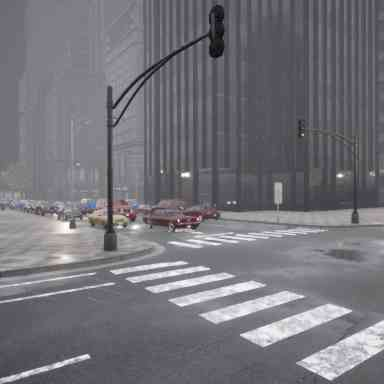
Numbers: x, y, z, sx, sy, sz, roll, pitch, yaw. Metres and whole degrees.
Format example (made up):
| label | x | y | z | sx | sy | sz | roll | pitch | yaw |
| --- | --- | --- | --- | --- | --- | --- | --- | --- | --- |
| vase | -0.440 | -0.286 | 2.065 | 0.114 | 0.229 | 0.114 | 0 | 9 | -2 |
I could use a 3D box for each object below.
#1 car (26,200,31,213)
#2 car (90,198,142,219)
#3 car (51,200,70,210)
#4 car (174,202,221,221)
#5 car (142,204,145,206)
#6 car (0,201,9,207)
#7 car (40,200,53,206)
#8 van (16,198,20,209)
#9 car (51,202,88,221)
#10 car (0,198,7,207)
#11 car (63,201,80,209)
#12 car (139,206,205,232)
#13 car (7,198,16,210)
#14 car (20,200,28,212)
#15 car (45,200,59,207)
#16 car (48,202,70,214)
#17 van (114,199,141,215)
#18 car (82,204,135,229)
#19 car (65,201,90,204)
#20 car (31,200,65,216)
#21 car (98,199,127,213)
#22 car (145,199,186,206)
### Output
| label | x | y | z | sx | sy | sz | roll | pitch | yaw |
| --- | --- | --- | --- | --- | --- | --- | --- | --- | --- |
| car | -20.454 | 2.195 | 44.480 | 1.887 | 1.381 | 4.507 | -1 | 0 | -35 |
| car | -7.011 | 1.598 | 30.161 | 2.150 | 2.045 | 5.566 | 0 | -1 | -35 |
| car | -22.977 | 2.270 | 58.005 | 1.882 | 1.535 | 5.008 | 0 | -1 | -35 |
| car | 0.646 | 1.828 | 29.486 | 1.887 | 1.381 | 4.507 | -1 | 0 | -35 |
| car | -5.232 | 2.003 | 37.789 | 1.802 | 1.307 | 4.206 | -1 | 0 | -35 |
| car | -44.319 | 2.770 | 78.102 | 1.802 | 1.307 | 4.206 | -1 | 0 | -35 |
| car | -34.661 | 2.659 | 79.223 | 1.947 | 1.339 | 4.313 | -1 | 0 | -35 |
| van | -26.114 | 2.122 | 52.448 | 1.690 | 1.788 | 3.998 | -1 | 0 | -35 |
| car | -11.969 | 2.003 | 32.527 | 2.008 | 1.369 | 4.403 | -1 | 0 | -35 |
| car | -41.208 | 2.665 | 73.717 | 1.887 | 1.381 | 4.507 | -1 | 0 | -35 |
| car | -22.615 | 2.405 | 62.253 | 1.802 | 1.307 | 4.206 | -1 | 0 | -35 |
| car | -1.458 | 1.846 | 22.337 | 1.895 | 1.301 | 4.718 | 0 | -1 | -35 |
| car | -31.872 | 2.353 | 60.561 | 1.967 | 1.590 | 4.097 | -1 | 0 | -35 |
| car | -23.284 | 2.156 | 48.463 | 1.967 | 1.590 | 4.097 | -1 | 0 | -35 |
| car | -31.649 | 2.593 | 74.980 | 1.947 | 1.339 | 4.313 | -1 | 0 | -35 |
| car | -18.779 | 2.177 | 46.819 | 1.812 | 1.442 | 4.674 | 0 | -1 | -35 |
| van | -8.178 | 1.831 | 41.941 | 1.690 | 1.788 | 3.998 | -1 | 0 | -35 |
| car | -6.215 | 1.843 | 24.420 | 1.752 | 1.417 | 4.829 | -1 | 0 | -35 |
| car | -12.934 | 2.062 | 38.513 | 2.033 | 1.411 | 5.357 | 0 | -1 | -35 |
| car | -17.631 | 1.900 | 40.495 | 2.192 | 1.841 | 5.009 | -1 | 0 | -35 |
| car | -11.118 | 1.874 | 46.093 | 2.192 | 1.841 | 5.009 | -1 | 0 | -35 |
| car | -2.299 | 1.667 | 33.638 | 2.192 | 1.841 | 5.009 | -1 | 0 | -35 |
